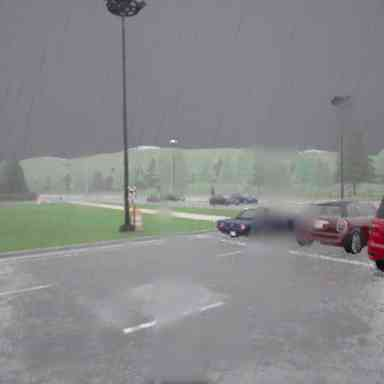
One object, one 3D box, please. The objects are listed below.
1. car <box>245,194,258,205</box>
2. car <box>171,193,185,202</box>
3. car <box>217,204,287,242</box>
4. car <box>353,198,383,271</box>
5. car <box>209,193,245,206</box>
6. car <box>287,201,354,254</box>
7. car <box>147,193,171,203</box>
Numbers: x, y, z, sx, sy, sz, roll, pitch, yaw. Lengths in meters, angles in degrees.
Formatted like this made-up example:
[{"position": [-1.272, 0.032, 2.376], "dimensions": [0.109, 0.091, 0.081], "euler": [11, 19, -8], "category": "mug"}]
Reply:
[{"position": [6.575, 0.892, 44.092], "dimensions": [1.882, 1.535, 5.008], "euler": [-1, 1, -36], "category": "car"}, {"position": [-3.065, 0.946, 57.654], "dimensions": [2.128, 1.511, 4.902], "euler": [-1, 1, -36], "category": "car"}, {"position": [3.479, 1.381, 15.012], "dimensions": [4.718, 1.301, 1.895], "euler": [-1, 1, -36], "category": "car"}, {"position": [6.841, 1.011, 8.801], "dimensions": [5.566, 2.045, 2.150], "euler": [-2, 1, -36], "category": "car"}, {"position": [3.983, 1.011, 41.725], "dimensions": [1.812, 1.442, 4.674], "euler": [-1, 1, -36], "category": "car"}, {"position": [5.998, 1.114, 12.521], "dimensions": [4.553, 1.767, 2.097], "euler": [-1, 1, -36], "category": "car"}, {"position": [-5.904, 1.102, 55.611], "dimensions": [1.994, 1.385, 4.181], "euler": [-1, 1, -36], "category": "car"}]
